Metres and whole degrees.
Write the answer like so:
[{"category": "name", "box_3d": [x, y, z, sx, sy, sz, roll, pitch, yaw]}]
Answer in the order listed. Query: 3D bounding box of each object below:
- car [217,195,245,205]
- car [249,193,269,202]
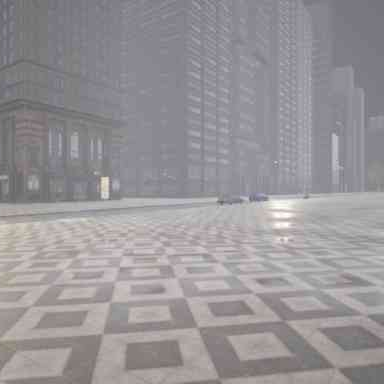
[{"category": "car", "box_3d": [5.544, 1.064, 47.133, 2.033, 1.411, 5.357, 0, 1, 36]}, {"category": "car", "box_3d": [11.160, 0.906, 55.108, 1.882, 1.535, 5.008, 0, 1, 35]}]
